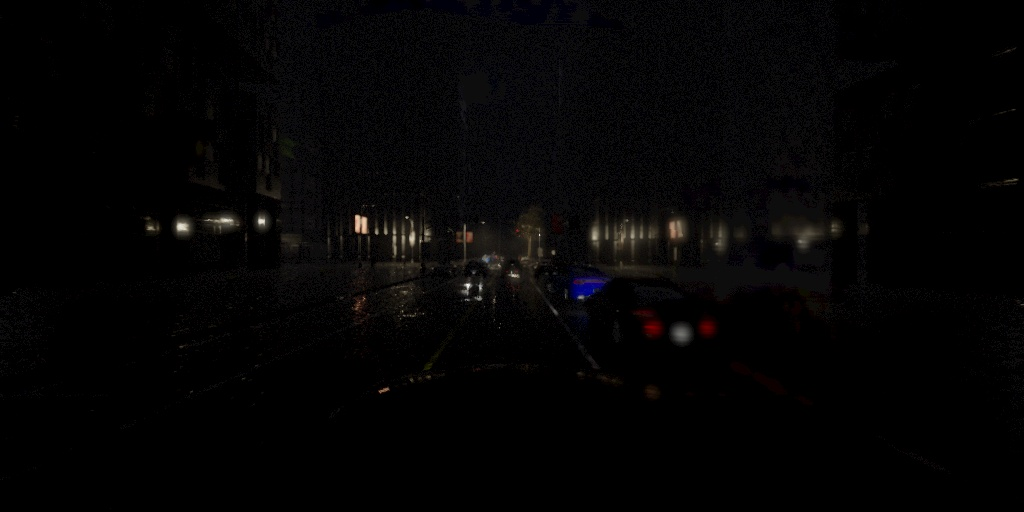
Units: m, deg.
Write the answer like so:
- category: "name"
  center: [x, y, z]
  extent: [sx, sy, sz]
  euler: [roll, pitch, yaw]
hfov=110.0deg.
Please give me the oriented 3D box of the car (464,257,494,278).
- category: "car"
  center: [-3.055, 1.089, 31.399]
  extent: [2.128, 1.511, 4.902]
  euler: [0, 0, 1]

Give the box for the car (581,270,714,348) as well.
- category: "car"
  center: [3.146, 1.237, 8.953]
  extent: [1.812, 1.442, 4.674]
  euler: [0, 0, 0]

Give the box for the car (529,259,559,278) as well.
- category: "car"
  center: [2.755, 1.151, 30.661]
  extent: [2.007, 1.370, 4.403]
  euler: [0, 0, 0]

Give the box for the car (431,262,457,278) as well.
- category: "car"
  center: [-5.770, 1.151, 30.663]
  extent: [2.007, 1.370, 4.403]
  euler: [0, 0, 0]

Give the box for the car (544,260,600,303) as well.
- category: "car"
  center: [2.997, 1.151, 16.241]
  extent: [1.882, 1.535, 5.008]
  euler: [0, 0, -5]

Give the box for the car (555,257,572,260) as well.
- category: "car"
  center: [7.137, 0.992, 45.593]
  extent: [4.553, 1.767, 2.097]
  euler: [2, 1, -16]

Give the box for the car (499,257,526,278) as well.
- category: "car"
  center: [0.060, 1.099, 31.865]
  extent: [1.837, 1.490, 4.892]
  euler: [0, 0, 0]
